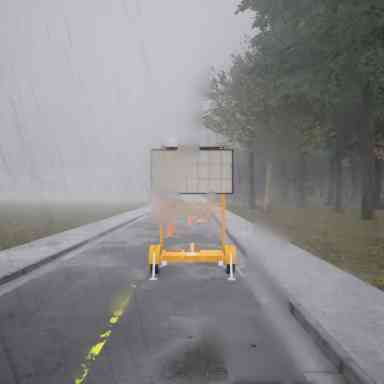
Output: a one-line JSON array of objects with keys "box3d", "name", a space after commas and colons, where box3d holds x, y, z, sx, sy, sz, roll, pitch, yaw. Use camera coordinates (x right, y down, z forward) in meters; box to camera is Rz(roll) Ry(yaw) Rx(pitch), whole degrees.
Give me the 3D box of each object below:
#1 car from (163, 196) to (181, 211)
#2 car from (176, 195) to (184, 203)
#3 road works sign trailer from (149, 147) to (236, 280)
[{"box3d": [-2.793, 1.547, 41.239, 2.033, 1.411, 5.357, 0, 0, 0], "name": "car"}, {"box3d": [-2.653, 1.352, 66.686, 2.097, 1.767, 4.553, 0, 0, 0], "name": "car"}, {"box3d": [0.016, 0.464, 9.895, 2.380, 3.560, 2.880, 0, 0, 0], "name": "road works sign trailer"}]
